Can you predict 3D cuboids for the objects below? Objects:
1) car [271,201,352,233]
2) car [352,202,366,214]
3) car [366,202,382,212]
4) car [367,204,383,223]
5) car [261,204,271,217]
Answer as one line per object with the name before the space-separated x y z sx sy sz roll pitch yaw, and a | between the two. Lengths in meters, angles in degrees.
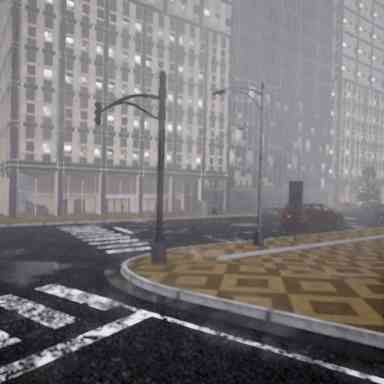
car | 8.011 1.632 22.128 5.009 1.841 2.192 1 1 -34
car | 17.465 1.768 38.136 4.829 1.417 1.752 1 1 -34
car | 22.286 1.861 41.430 4.313 1.339 1.947 1 1 -34
car | 17.367 1.963 28.528 4.507 1.381 1.887 1 1 -34
car | 8.244 1.694 31.836 4.403 1.369 2.008 1 1 -34
